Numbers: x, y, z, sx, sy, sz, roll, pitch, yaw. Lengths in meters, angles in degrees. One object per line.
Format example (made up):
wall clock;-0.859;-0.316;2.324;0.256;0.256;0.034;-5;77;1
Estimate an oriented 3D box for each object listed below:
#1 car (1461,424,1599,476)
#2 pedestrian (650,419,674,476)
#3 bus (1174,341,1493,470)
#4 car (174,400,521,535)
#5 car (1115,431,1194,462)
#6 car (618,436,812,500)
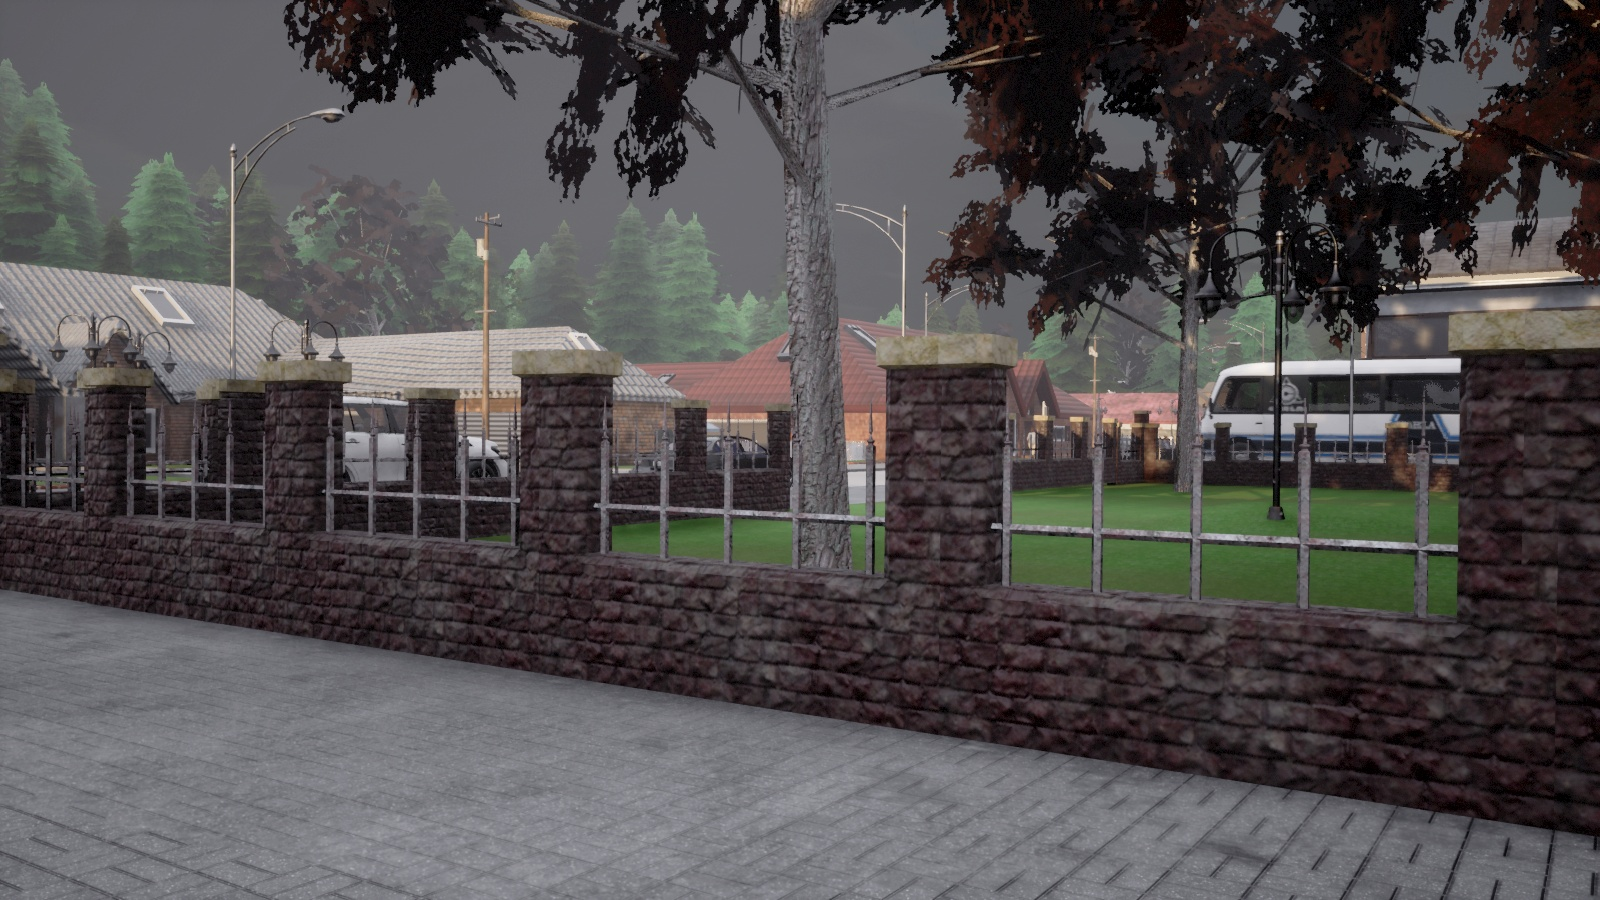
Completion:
car;23.066;-0.023;38.337;5.008;1.535;1.882;0;1;30
pedestrian;-4.569;-0.087;41.587;0.402;1.842;0.726;0;1;33
bus;19.224;-1.440;45.494;10.273;4.253;3.944;0;0;29
car;-7.683;0.219;22.017;2.150;2.045;5.566;0;1;32
car;17.065;-0.197;60.194;2.033;1.411;5.357;0;1;34
car;-1.944;0.375;30.879;2.033;1.411;5.357;0;1;31
